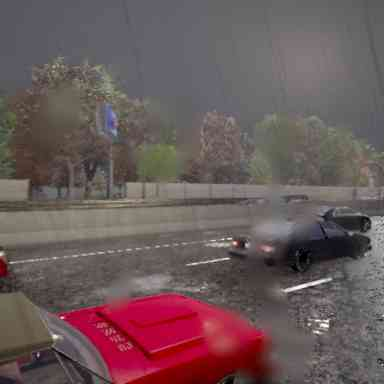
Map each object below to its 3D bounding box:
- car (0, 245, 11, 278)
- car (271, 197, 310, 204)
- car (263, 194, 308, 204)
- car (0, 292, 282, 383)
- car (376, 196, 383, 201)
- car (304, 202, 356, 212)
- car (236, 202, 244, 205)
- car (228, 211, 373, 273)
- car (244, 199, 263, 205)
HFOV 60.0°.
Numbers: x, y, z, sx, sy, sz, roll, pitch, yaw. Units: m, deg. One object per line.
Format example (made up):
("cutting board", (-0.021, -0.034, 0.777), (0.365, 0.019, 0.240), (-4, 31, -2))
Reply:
("car", (-6.558, 1.564, 7.666), (4.181, 1.385, 1.994), (0, 0, -36))
("car", (10.300, 1.513, 32.833), (4.674, 1.442, 1.812), (0, 0, -35))
("car", (11.084, 1.211, 37.685), (5.566, 2.045, 2.150), (0, 0, -35))
("car", (-1.439, 1.600, 2.716), (4.718, 1.301, 1.895), (0, 0, -36))
("car", (38.180, 1.416, 65.515), (5.008, 1.535, 1.882), (0, 0, -36))
("car", (7.696, 1.479, 17.837), (4.902, 1.511, 2.128), (0, 0, -36))
("car", (7.978, 1.590, 44.063), (4.718, 1.301, 1.895), (0, 0, -35))
("car", (3.624, 1.539, 10.632), (5.357, 1.411, 2.033), (0, 0, -35))
("car", (8.815, 1.552, 40.362), (4.181, 1.385, 1.994), (0, 0, -35))
